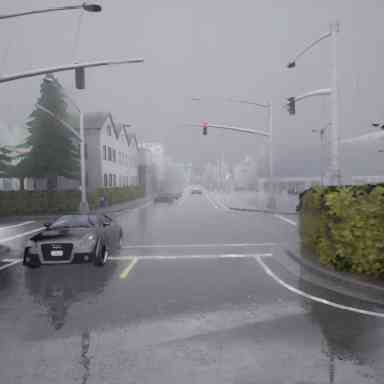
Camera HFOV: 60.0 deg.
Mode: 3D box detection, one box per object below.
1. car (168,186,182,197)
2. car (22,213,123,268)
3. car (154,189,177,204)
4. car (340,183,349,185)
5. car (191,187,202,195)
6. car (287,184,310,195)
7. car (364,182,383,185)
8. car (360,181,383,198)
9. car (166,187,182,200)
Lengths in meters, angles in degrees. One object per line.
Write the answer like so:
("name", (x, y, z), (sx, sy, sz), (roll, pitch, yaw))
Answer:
("car", (-2.816, -0.111, 55.757), (2.097, 1.767, 4.553), (-1, 1, 1))
("car", (-3.395, 1.339, 10.205), (1.994, 1.385, 4.181), (-1, 0, -2))
("car", (-3.088, 0.632, 37.059), (1.895, 1.301, 4.718), (-1, 1, 1))
("car", (26.268, -0.830, 58.648), (2.152, 1.636, 5.027), (-1, 1, 1))
("car", (0.821, -0.146, 60.690), (1.812, 1.442, 4.674), (-1, 1, 1))
("car", (16.112, -0.274, 51.401), (2.007, 1.523, 4.514), (-1, 1, 1))
("car", (19.560, -0.102, 33.480), (1.905, 1.878, 3.866), (-1, 1, 1))
("car", (22.935, -0.360, 41.307), (1.932, 1.855, 4.605), (-1, 1, 1))
("car", (-2.939, 0.146, 46.026), (2.097, 1.767, 4.553), (-1, 1, 1))
